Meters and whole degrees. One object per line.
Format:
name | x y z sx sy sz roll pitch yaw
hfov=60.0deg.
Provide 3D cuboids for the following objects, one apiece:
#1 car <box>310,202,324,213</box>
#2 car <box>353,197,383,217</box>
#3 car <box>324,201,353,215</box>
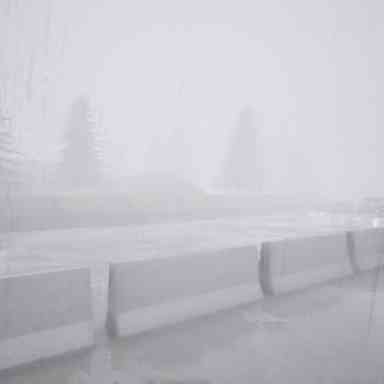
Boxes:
car | 17.146 1.999 43.716 1.994 1.385 4.181 -1 -1 40
car | 19.493 1.525 35.673 2.150 2.045 5.566 -1 -1 42
car | 17.539 1.869 38.772 1.837 1.490 4.892 -1 -1 41
